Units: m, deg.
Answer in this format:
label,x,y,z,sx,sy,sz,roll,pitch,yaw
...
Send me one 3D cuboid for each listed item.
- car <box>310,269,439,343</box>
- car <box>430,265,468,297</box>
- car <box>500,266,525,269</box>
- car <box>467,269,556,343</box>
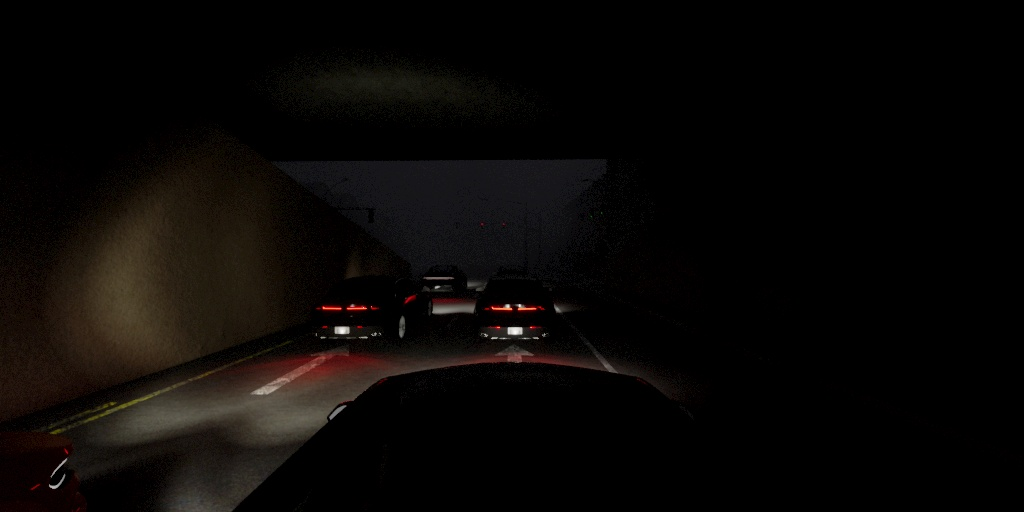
label,x,y,z,sx,sy,sz,roll,pitch,yaw
car,-3.446,1.254,9.667,1.837,1.490,4.892,0,0,0
car,-3.481,1.240,18.984,2.128,1.511,4.902,0,0,-1
car,0.015,1.254,19.019,1.837,1.490,4.892,0,0,0
car,0.054,1.254,9.609,1.837,1.490,4.892,0,0,0
